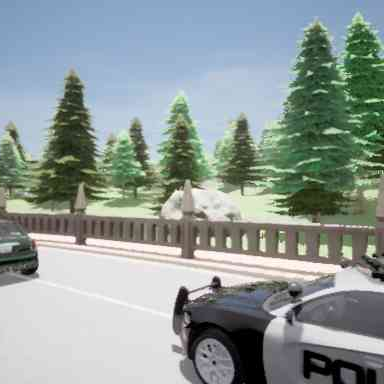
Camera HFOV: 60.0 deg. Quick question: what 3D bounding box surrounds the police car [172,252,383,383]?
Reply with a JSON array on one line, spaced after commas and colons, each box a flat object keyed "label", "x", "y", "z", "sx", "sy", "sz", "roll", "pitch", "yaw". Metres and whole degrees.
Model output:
[{"label": "police car", "x": 1.996, "y": 1.521, "z": 3.649, "sx": 5.238, "sy": 1.638, "sz": 1.930, "roll": -1, "pitch": -2, "yaw": 39}]

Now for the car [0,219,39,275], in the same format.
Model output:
[{"label": "car", "x": -6.729, "y": 1.578, "z": 10.059, "sx": 4.553, "sy": 1.767, "sz": 2.097, "roll": -1, "pitch": -2, "yaw": 33}]
